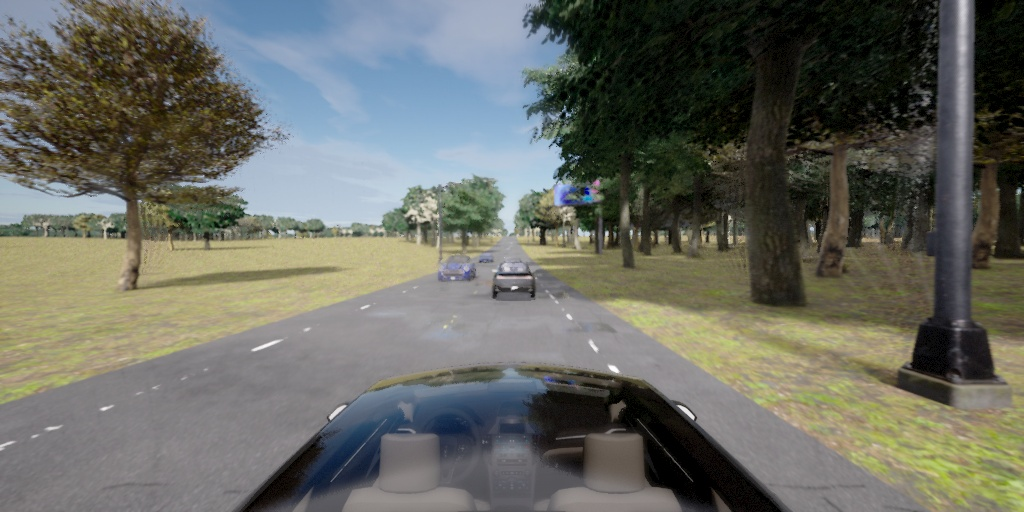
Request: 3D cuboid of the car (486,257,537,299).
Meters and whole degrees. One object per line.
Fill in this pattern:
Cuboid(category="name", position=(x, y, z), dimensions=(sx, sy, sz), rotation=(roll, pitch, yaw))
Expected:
Cuboid(category="car", position=(0.084, 1.011, 16.427), dimensions=(2.128, 1.511, 4.902), rotation=(0, 1, 0))

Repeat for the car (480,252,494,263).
Cuboid(category="car", position=(-3.533, 0.174, 50.216), dimensions=(2.033, 1.411, 5.357), rotation=(0, 2, 0))

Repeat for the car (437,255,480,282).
Cuboid(category="car", position=(-3.610, 0.736, 24.170), dimensions=(2.097, 1.767, 4.553), rotation=(0, 1, 0))
